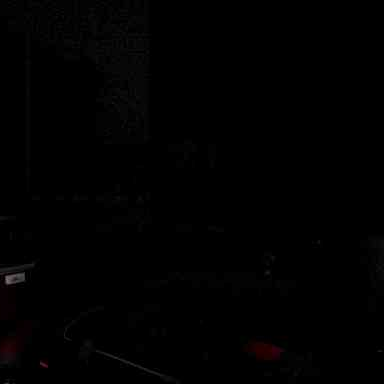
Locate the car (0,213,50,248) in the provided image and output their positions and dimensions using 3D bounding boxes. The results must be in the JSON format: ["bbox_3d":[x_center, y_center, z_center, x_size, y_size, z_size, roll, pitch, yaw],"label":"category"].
[{"bbox_3d":[-4.455,1.315,6.127,5.009,1.841,2.192,0,0,35],"label":"car"}]

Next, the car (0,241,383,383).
[{"bbox_3d":[-0.023,1.440,2.976,4.097,1.590,1.967,0,0,35],"label":"car"}]
